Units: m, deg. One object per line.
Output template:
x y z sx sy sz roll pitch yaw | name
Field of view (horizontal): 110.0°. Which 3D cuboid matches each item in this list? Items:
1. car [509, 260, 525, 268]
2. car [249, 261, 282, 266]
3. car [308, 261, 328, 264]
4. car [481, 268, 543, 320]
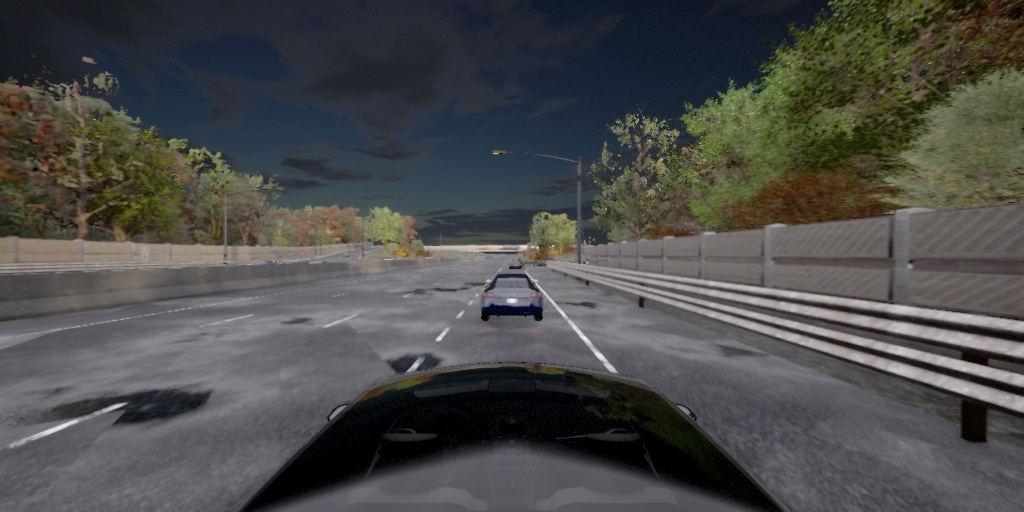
0.780 1.307 55.277 1.994 1.385 4.181 0 0 7 | car
-28.019 1.287 40.653 2.033 1.411 5.357 0 0 0 | car
-21.034 1.264 38.739 1.812 1.442 4.674 0 0 0 | car
-0.001 1.305 12.657 1.994 1.385 4.181 0 0 0 | car
